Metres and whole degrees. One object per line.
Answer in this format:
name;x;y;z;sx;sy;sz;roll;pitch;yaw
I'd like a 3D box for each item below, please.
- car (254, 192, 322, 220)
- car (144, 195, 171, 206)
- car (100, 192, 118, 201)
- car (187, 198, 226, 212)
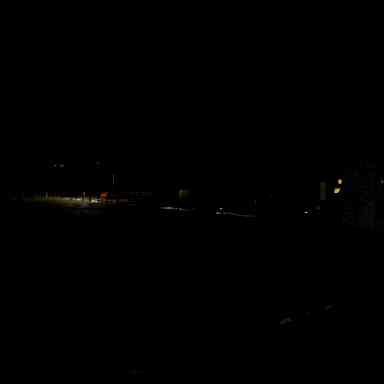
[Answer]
car;7.497;1.044;26.627;2.150;2.045;5.566;1;0;-36
car;-4.621;1.101;43.217;2.128;1.511;4.902;1;0;-36
car;-15.939;0.738;63.675;2.097;1.767;4.553;1;0;-34
car;1.588;1.320;34.704;1.895;1.301;4.718;1;0;-36
